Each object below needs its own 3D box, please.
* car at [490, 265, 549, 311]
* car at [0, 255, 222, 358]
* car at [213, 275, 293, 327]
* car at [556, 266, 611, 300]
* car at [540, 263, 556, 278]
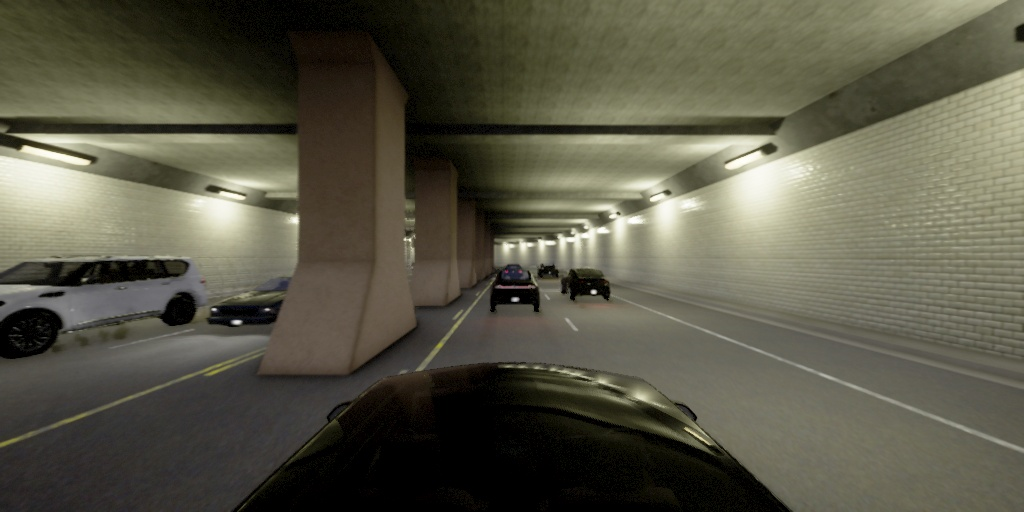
[{"bbox_3d":[0.111,1.302,14.740,2.128,1.511,4.902,0,0,0],"label":"car"},{"bbox_3d":[-10.594,0.996,8.869,2.150,2.045,5.566,0,0,0],"label":"car"},{"bbox_3d":[-7.089,1.339,11.899,2.033,1.411,5.357,0,0,0],"label":"car"},{"bbox_3d":[3.614,1.336,18.247,1.837,1.490,4.892,0,0,0],"label":"car"},{"bbox_3d":[3.631,1.407,36.858,2.128,1.511,4.902,0,0,0],"label":"car"}]
